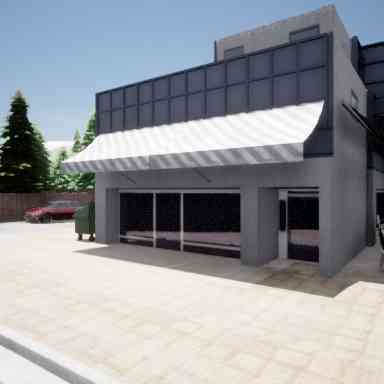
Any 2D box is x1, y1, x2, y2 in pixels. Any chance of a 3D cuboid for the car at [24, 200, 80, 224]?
[{"bbox_3d":[-10.938,1.527,26.725,2.097,1.767,4.553,0,0,37],"label":"car"}]
